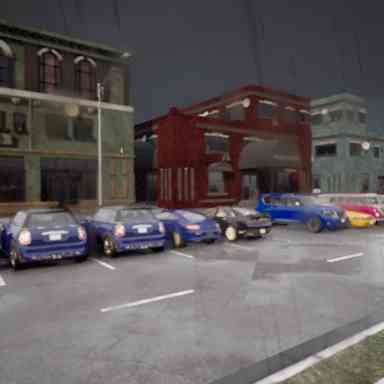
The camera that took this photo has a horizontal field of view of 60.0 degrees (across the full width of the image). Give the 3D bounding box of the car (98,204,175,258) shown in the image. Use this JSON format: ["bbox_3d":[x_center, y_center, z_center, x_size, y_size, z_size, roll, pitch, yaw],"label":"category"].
[{"bbox_3d":[-2.888,1.302,12.910,2.185,1.767,4.553,0,0,-35],"label":"car"}]

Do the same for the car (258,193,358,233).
[{"bbox_3d":[6.165,1.129,19.361,2.435,2.045,5.566,0,0,-35],"label":"car"}]

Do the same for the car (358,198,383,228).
[{"bbox_3d":[8.519,1.369,20.845,1.946,1.575,5.366,0,0,-35],"label":"car"}]

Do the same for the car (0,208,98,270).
[{"bbox_3d":[-5.153,1.316,11.298,2.185,1.767,4.553,0,0,-35],"label":"car"}]

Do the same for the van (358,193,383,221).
[{"bbox_3d":[10.743,1.139,22.513,1.878,1.987,4.442,0,0,-35],"label":"van"}]

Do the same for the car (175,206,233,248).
[{"bbox_3d":[-0.640,1.454,14.546,2.002,1.452,4.674,0,0,-35],"label":"car"}]

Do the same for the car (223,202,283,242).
[{"bbox_3d":[1.625,1.403,16.155,2.231,1.521,4.892,0,0,-35],"label":"car"}]
